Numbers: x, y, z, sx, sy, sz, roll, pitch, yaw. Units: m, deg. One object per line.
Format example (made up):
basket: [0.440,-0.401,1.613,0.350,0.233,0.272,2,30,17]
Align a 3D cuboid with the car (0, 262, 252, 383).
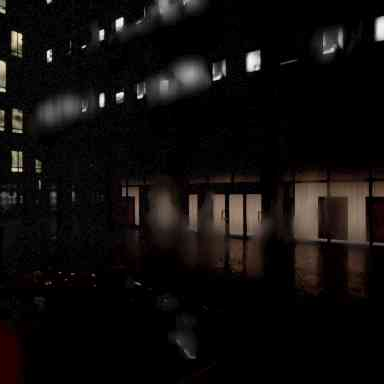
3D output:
car: [-1.523,1.545,3.985,4.507,1.381,1.887,0,0,36]
